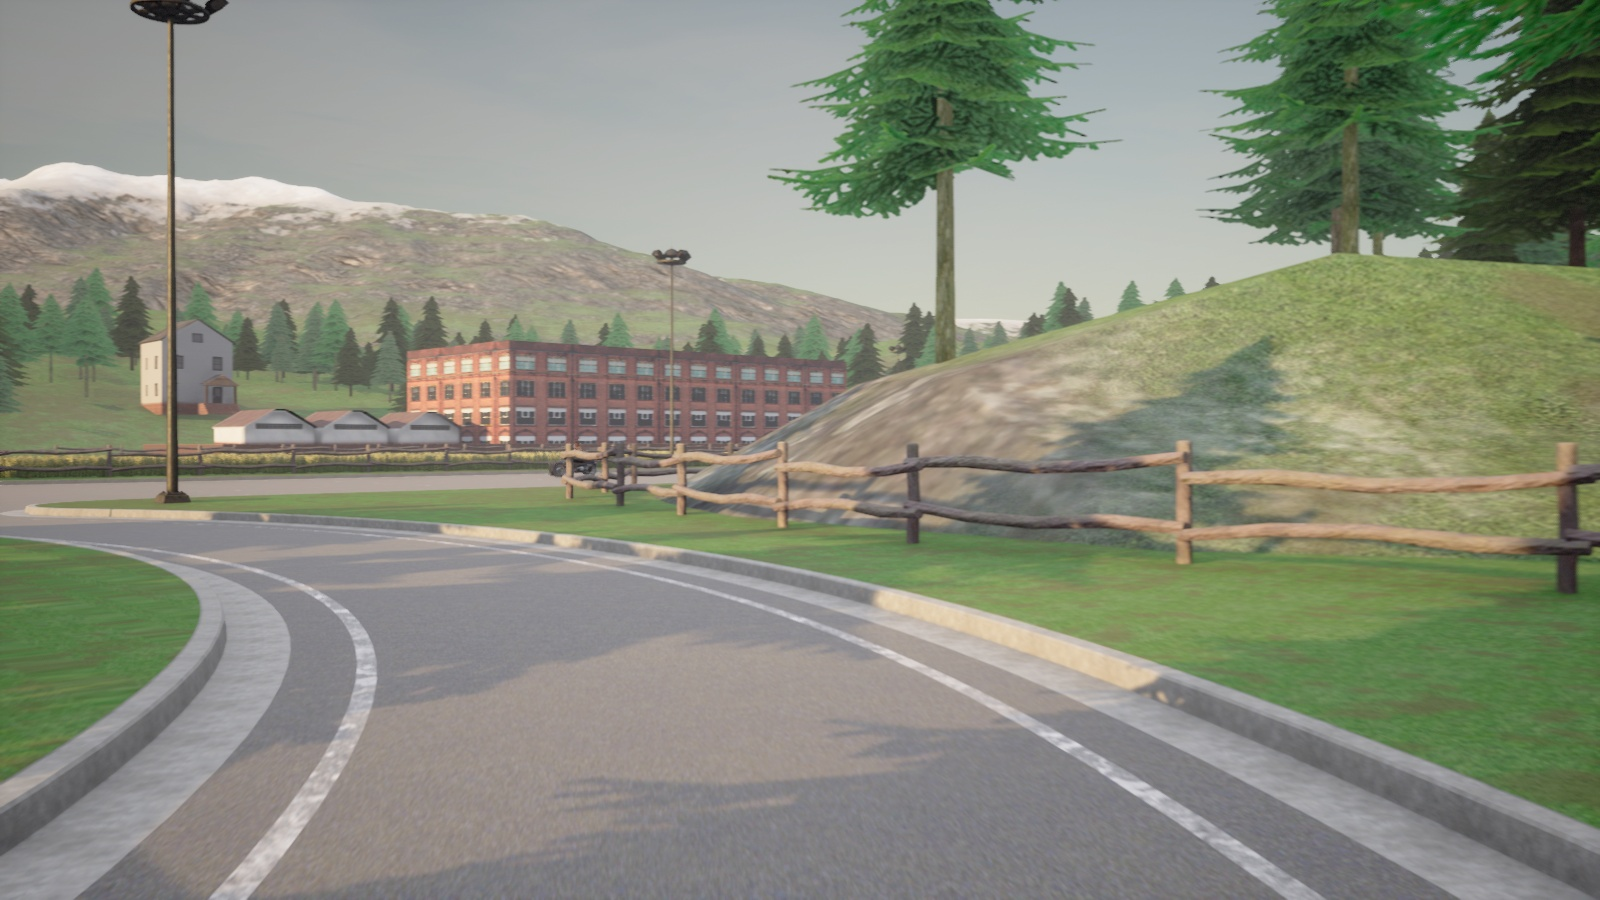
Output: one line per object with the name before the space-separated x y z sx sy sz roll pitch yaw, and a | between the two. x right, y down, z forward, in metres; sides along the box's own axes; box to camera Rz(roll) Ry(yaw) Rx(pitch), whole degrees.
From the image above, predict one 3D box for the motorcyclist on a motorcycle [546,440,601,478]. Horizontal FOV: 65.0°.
motorcyclist on a motorcycle | -9.931 0.387 55.167 2.350 1.649 0.766 -1 1 -44
